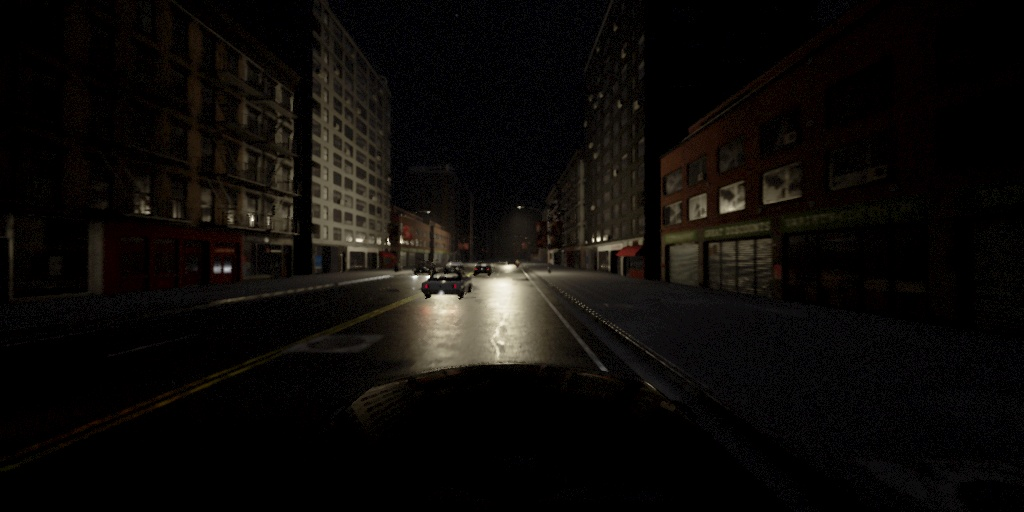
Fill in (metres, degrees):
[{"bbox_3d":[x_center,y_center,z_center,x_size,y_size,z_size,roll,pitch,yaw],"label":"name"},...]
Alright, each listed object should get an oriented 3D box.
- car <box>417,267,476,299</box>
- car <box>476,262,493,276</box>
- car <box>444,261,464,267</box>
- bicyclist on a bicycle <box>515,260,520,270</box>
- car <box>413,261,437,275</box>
[{"bbox_3d":[-3.197,1.406,18.479,1.895,1.301,4.718,0,0,0],"label":"car"},{"bbox_3d":[-3.145,1.425,39.986,2.033,1.411,5.357,0,0,0],"label":"car"},{"bbox_3d":[-6.579,1.371,40.934,2.128,1.511,4.902,0,0,0],"label":"car"},{"bbox_3d":[0.902,1.370,56.710,0.866,1.612,1.509,0,0,0],"label":"bicyclist on a bicycle"},{"bbox_3d":[-9.829,1.384,40.949,1.837,1.490,4.892,0,0,0],"label":"car"}]
